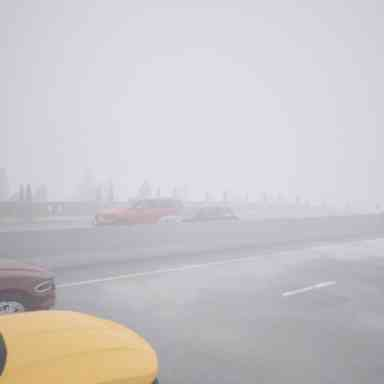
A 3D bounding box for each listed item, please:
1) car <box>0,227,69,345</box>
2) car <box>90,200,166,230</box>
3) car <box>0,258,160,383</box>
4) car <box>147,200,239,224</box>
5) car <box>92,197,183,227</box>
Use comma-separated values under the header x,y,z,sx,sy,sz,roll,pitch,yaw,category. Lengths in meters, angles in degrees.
x,y,z,sx,sy,sz,roll,pitch,yaw,category
-4.609,1.464,4.758,5.008,1.535,1.882,1,0,-36,car
-4.268,1.465,22.445,4.553,1.767,2.097,1,0,-35,car
-2.529,1.465,1.943,5.008,1.535,1.882,1,0,-36,car
0.351,1.474,17.143,4.553,1.767,2.097,1,0,-35,car
-2.843,1.326,19.164,5.566,2.045,2.150,1,0,-36,car
